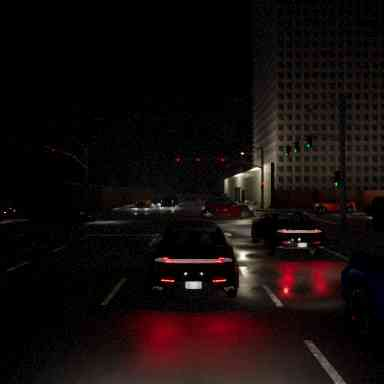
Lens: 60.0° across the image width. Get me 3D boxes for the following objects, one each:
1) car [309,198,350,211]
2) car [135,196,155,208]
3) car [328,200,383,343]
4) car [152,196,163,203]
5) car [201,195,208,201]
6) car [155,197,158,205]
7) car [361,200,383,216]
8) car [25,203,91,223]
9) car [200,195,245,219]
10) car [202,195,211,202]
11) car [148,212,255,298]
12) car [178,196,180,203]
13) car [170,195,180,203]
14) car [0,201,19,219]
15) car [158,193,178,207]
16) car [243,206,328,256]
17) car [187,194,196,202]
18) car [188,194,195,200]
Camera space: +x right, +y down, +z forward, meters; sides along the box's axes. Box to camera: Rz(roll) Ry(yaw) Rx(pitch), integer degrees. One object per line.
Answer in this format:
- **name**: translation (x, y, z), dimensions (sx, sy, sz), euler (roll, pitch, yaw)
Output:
- **car**: translation (14.981, 1.407, 35.769), dimensions (4.553, 1.767, 2.097), euler (0, 0, 0)
- **car**: translation (-7.163, 1.478, 49.282), dimensions (1.882, 1.535, 5.008), euler (0, 0, 0)
- **car**: translation (3.595, 1.221, 3.283), dimensions (2.150, 2.045, 5.566), euler (0, 0, 0)
- **car**: translation (-7.101, 1.601, 68.767), dimensions (1.895, 1.301, 4.718), euler (0, 0, 0)
- **car**: translation (3.370, 1.500, 89.134), dimensions (1.837, 1.490, 4.892), euler (0, 0, 0)
- **car**: translation (-7.166, 1.478, 58.604), dimensions (1.882, 1.535, 5.008), euler (0, 0, 0)
- **car**: translation (19.366, 1.533, 32.284), dimensions (5.008, 1.535, 1.882), euler (0, 0, 0)
- **car**: translation (-10.017, 1.556, 24.977), dimensions (4.674, 1.442, 1.812), euler (0, 0, 0)
- **car**: translation (2.997, 1.384, 28.525), dimensions (4.553, 1.767, 2.097), euler (0, 0, 0)
- **car**: translation (3.385, 1.524, 78.828), dimensions (1.812, 1.442, 4.674), euler (0, 0, 0)
- **car**: translation (0.044, 1.492, 8.510), dimensions (2.128, 1.511, 4.902), euler (0, 0, 0)
- **car**: translation (-3.651, 1.221, 60.987), dimensions (2.150, 2.045, 5.566), euler (0, 0, 0)
- **car**: translation (-3.604, 1.478, 71.135), dimensions (1.882, 1.535, 5.008), euler (0, 0, 0)
- **car**: translation (-17.927, 1.279, 28.453), dimensions (5.566, 2.045, 2.150), euler (0, 0, 0)
- **car**: translation (-3.661, 1.352, 51.398), dimensions (2.097, 1.767, 4.553), euler (0, 0, 0)
- **car**: translation (3.562, 1.492, 13.128), dimensions (2.128, 1.511, 4.902), euler (0, 0, 0)
- **car**: translation (-0.115, 1.347, 78.781), dimensions (2.097, 1.767, 4.553), euler (0, 0, 0)
- **car**: translation (-0.130, 1.328, 89.033), dimensions (1.837, 1.490, 4.892), euler (0, 0, 0)
